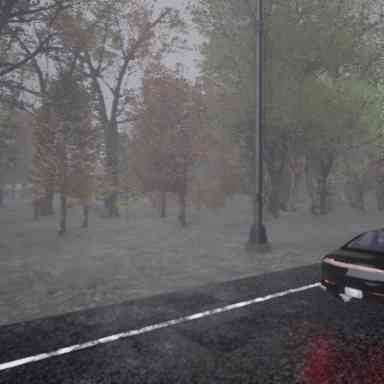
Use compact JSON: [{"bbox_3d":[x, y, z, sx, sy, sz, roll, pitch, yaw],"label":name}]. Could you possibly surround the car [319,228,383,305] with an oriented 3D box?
[{"bbox_3d":[4.761,1.536,7.143,4.902,1.511,2.128,0,0,-35],"label":"car"}]
